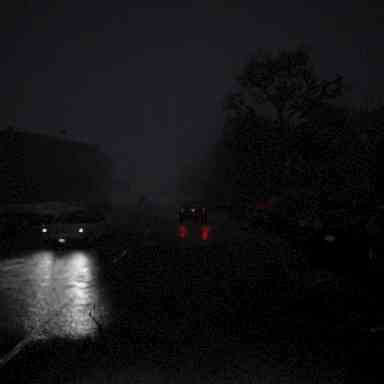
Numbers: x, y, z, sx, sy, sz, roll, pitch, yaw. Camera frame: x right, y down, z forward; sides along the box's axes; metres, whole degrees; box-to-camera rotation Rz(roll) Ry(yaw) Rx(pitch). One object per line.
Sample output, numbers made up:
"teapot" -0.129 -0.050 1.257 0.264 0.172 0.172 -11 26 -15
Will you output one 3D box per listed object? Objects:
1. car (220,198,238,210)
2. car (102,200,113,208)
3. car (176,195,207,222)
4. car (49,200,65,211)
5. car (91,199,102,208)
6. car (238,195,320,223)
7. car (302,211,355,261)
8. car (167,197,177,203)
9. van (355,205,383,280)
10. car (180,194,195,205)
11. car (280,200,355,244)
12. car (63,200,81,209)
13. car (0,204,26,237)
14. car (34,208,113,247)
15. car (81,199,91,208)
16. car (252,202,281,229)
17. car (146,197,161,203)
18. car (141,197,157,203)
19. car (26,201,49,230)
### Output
"car" 5.529 1.483 42.247 4.181 1.385 1.994 -3 0 -33
"car" -11.423 1.516 37.402 4.892 1.521 2.231 -1 0 -20
"car" 0.086 1.370 26.295 2.097 1.767 4.553 0 0 0
"car" -11.424 1.539 22.737 4.674 1.452 2.002 -1 0 -20
"car" -11.431 1.510 31.539 4.892 1.521 2.231 -1 0 -20
"car" 6.370 1.247 22.757 5.566 2.045 2.435 1 0 -20
"car" 6.422 1.516 11.004 4.792 1.488 2.163 1 0 -20
"car" -3.489 1.895 78.290 2.231 1.521 4.892 0 0 -18
"van" 6.504 1.260 8.094 4.442 1.987 1.878 1 0 -20
"car" -1.031 1.464 67.131 2.435 2.045 5.566 0 -1 -7
"car" 6.368 1.362 13.927 4.553 1.767 2.185 1 0 -20
"car" -11.594 1.501 25.602 5.366 1.575 1.946 -1 0 -20
"car" -11.393 1.521 16.881 4.792 1.488 2.163 -1 0 -20
"car" -5.099 1.605 15.275 1.895 1.301 4.718 0 0 0
"car" -11.426 1.545 28.606 4.674 1.452 2.002 -1 0 -20
"car" 6.419 1.525 19.839 4.792 1.488 2.163 1 0 -20
"car" -10.515 2.120 85.097 2.033 1.411 5.357 -1 -1 -29
"car" -11.970 2.199 92.912 2.097 1.535 5.008 -1 0 -41
"car" -11.431 1.496 19.807 4.892 1.521 2.231 -1 0 -20
